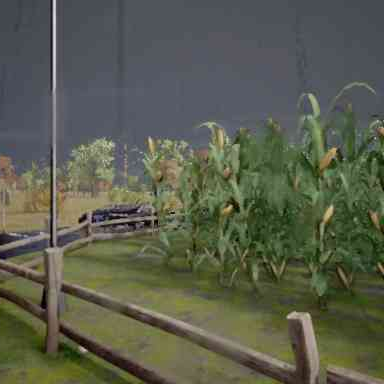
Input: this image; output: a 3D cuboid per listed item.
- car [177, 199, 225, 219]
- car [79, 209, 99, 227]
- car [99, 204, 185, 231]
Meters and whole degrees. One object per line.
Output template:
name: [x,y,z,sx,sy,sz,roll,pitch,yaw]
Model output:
car: [0.884,1.432,29.777,1.837,1.490,4.892,0,0,37]
car: [-5.144,1.517,21.591,1.994,1.385,4.181,0,0,37]
car: [-2.740,1.443,19.944,2.128,1.511,4.902,0,0,37]
